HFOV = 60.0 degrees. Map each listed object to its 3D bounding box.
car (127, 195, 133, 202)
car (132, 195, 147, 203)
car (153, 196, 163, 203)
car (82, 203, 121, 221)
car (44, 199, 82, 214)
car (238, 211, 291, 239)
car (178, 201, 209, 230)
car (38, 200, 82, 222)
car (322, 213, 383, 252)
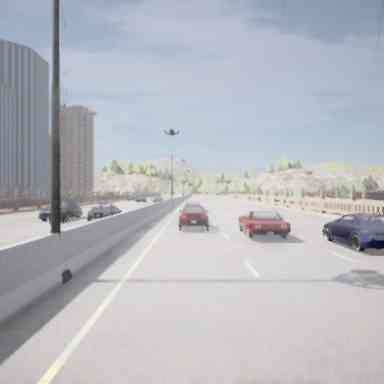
[{"bbox_3d":[-13.985,1.529,78.295,1.837,1.490,4.892,0,0,0],"label":"car"},{"bbox_3d":[-10.494,1.529,69.015,1.882,1.535,5.008,0,0,0],"label":"car"},{"bbox_3d":[-6.994,1.592,69.015,2.033,1.411,5.357,0,0,0],"label":"car"},{"bbox_3d":[-7.094,1.587,27.131,1.994,1.385,4.181,0,0,0],"label":"car"},{"bbox_3d":[-14.089,1.579,36.684,2.033,1.411,5.357,0,0,0],"label":"car"},{"bbox_3d":[3.601,1.616,17.439,1.895,1.301,4.718,0,0,0],"label":"car"},{"bbox_3d":[0.115,1.544,21.150,1.812,1.442,4.674,0,0,0],"label":"car"},{"bbox_3d":[-10.596,1.570,27.268,2.033,1.411,5.357,0,0,0],"label":"car"},{"bbox_3d":[7.101,1.576,13.928,1.994,1.385,4.181,0,0,0],"label":"car"}]
